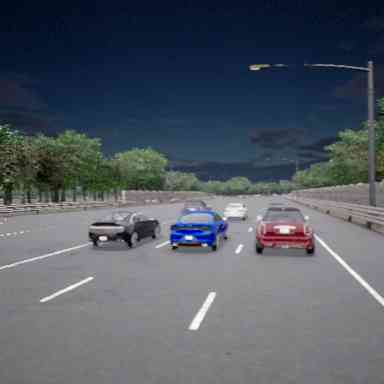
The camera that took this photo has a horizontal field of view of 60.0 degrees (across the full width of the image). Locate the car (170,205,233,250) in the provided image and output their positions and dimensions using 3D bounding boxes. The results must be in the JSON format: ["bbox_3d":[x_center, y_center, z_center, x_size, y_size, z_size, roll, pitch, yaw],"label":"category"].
[{"bbox_3d":[0.462,1.584,15.031,1.882,1.535,5.008,-1,0,14],"label":"car"}]

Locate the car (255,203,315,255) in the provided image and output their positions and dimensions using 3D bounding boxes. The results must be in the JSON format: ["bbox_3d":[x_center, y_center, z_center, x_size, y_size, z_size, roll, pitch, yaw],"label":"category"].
[{"bbox_3d":[3.769,1.406,13.833,2.097,1.767,4.553,-1,-1,13],"label":"car"}]

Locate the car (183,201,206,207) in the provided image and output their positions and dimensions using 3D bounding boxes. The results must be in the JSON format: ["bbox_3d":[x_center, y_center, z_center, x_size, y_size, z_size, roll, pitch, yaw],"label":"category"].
[{"bbox_3d":[0.438,1.575,30.046,2.097,1.767,4.553,-1,-1,13],"label":"car"}]

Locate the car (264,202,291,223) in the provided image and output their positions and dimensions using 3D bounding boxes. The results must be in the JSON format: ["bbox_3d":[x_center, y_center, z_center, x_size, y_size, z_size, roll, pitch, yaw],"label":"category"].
[{"bbox_3d":[7.229,1.673,28.341,2.033,1.411,5.357,-1,0,13],"label":"car"}]

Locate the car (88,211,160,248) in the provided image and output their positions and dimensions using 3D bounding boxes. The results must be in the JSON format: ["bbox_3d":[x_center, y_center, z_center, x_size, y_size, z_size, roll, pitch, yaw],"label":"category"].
[{"bbox_3d":[-2.985,1.648,15.668,2.128,1.511,4.902,-1,0,14],"label":"car"}]

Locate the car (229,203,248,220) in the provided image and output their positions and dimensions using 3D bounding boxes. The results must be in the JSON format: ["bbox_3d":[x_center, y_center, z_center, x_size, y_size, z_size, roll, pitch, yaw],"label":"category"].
[{"bbox_3d":[3.915,1.703,29.520,1.812,1.442,4.674,-1,0,14],"label":"car"}]
